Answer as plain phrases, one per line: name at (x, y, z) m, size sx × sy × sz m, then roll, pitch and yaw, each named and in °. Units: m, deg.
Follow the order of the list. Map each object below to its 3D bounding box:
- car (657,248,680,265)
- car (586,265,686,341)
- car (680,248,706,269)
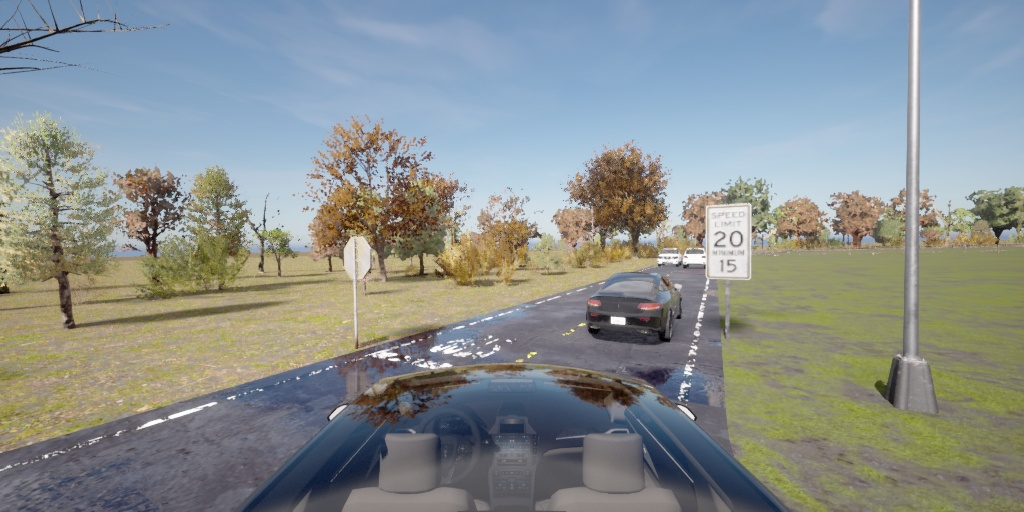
car at (18.263, 0.133, 41.401) m, size 2.150 × 2.045 × 5.566 m, roll 0°, pitch 1°, yaw 30°
car at (3.337, 1.136, 9.448) m, size 1.812 × 1.442 × 4.674 m, roll 0°, pitch 1°, yaw 30°
car at (18.951, 0.210, 36.925) m, size 2.150 × 2.045 × 5.566 m, roll 0°, pitch 1°, yaw 30°
